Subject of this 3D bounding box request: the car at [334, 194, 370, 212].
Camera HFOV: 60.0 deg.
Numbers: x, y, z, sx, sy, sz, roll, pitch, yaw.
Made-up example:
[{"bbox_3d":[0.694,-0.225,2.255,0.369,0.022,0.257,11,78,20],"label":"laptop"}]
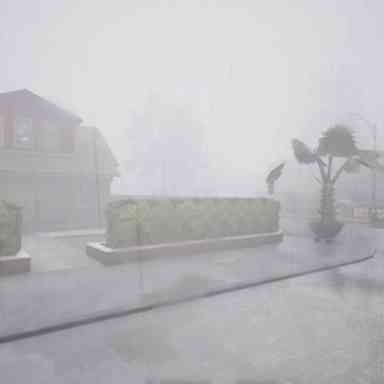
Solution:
[{"bbox_3d":[17.125,1.177,36.021,3.866,1.878,1.905,0,0,0],"label":"car"}]
